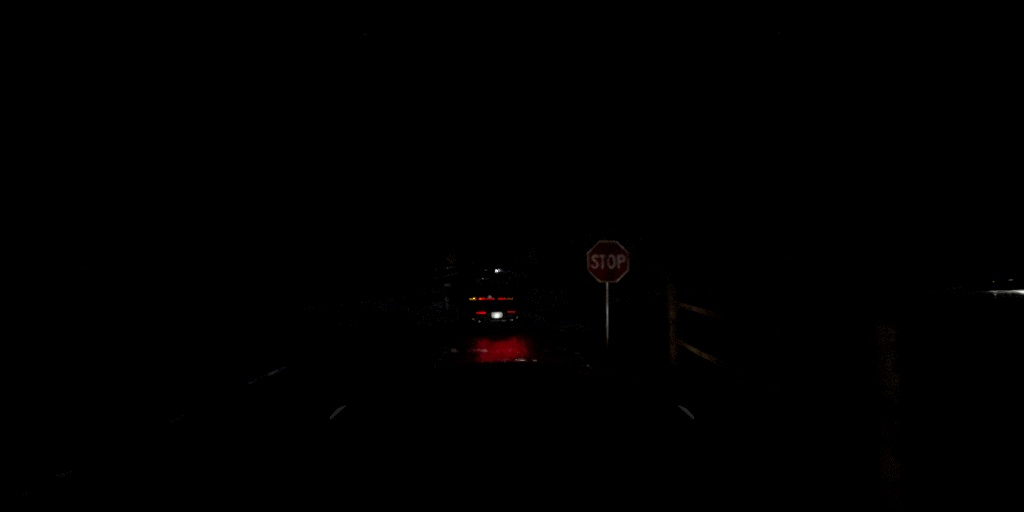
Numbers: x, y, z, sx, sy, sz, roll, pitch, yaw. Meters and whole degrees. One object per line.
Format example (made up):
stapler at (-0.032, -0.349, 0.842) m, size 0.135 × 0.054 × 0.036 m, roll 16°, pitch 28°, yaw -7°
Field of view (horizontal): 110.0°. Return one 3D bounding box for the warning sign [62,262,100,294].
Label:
warning sign at (-25.797, 1.314, 21.531) m, size 1.060 × 1.860 × 1.300 m, roll 0°, pitch 0°, yaw -1°

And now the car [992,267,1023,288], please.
car at (29.471, 1.113, 19.785) m, size 4.181 × 1.385 × 1.994 m, roll -1°, pitch -1°, yaw -1°

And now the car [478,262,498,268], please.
car at (-2.911, 1.442, 42.454) m, size 2.128 × 1.511 × 4.902 m, roll 0°, pitch 0°, yaw -1°

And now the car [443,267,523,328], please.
car at (-1.069, 1.299, 11.794) m, size 1.837 × 1.490 × 4.892 m, roll 1°, pitch 0°, yaw -16°

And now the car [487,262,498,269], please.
car at (-3.491, 1.674, 63.923) m, size 1.895 × 1.301 × 4.718 m, roll 0°, pitch 0°, yaw -2°
